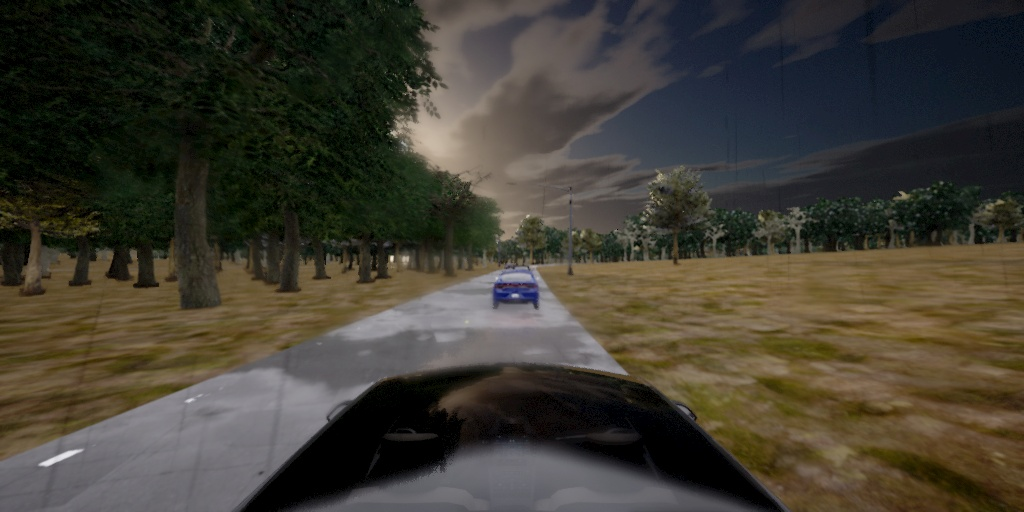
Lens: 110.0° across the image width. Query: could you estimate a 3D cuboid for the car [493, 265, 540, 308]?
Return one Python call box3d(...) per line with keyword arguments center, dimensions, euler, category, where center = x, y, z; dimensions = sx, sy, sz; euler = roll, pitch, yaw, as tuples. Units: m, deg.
box3d(center=(0.237, 1.365, 15.993), dimensions=(1.882, 1.535, 5.008), euler=(0, 0, 2), category="car")
